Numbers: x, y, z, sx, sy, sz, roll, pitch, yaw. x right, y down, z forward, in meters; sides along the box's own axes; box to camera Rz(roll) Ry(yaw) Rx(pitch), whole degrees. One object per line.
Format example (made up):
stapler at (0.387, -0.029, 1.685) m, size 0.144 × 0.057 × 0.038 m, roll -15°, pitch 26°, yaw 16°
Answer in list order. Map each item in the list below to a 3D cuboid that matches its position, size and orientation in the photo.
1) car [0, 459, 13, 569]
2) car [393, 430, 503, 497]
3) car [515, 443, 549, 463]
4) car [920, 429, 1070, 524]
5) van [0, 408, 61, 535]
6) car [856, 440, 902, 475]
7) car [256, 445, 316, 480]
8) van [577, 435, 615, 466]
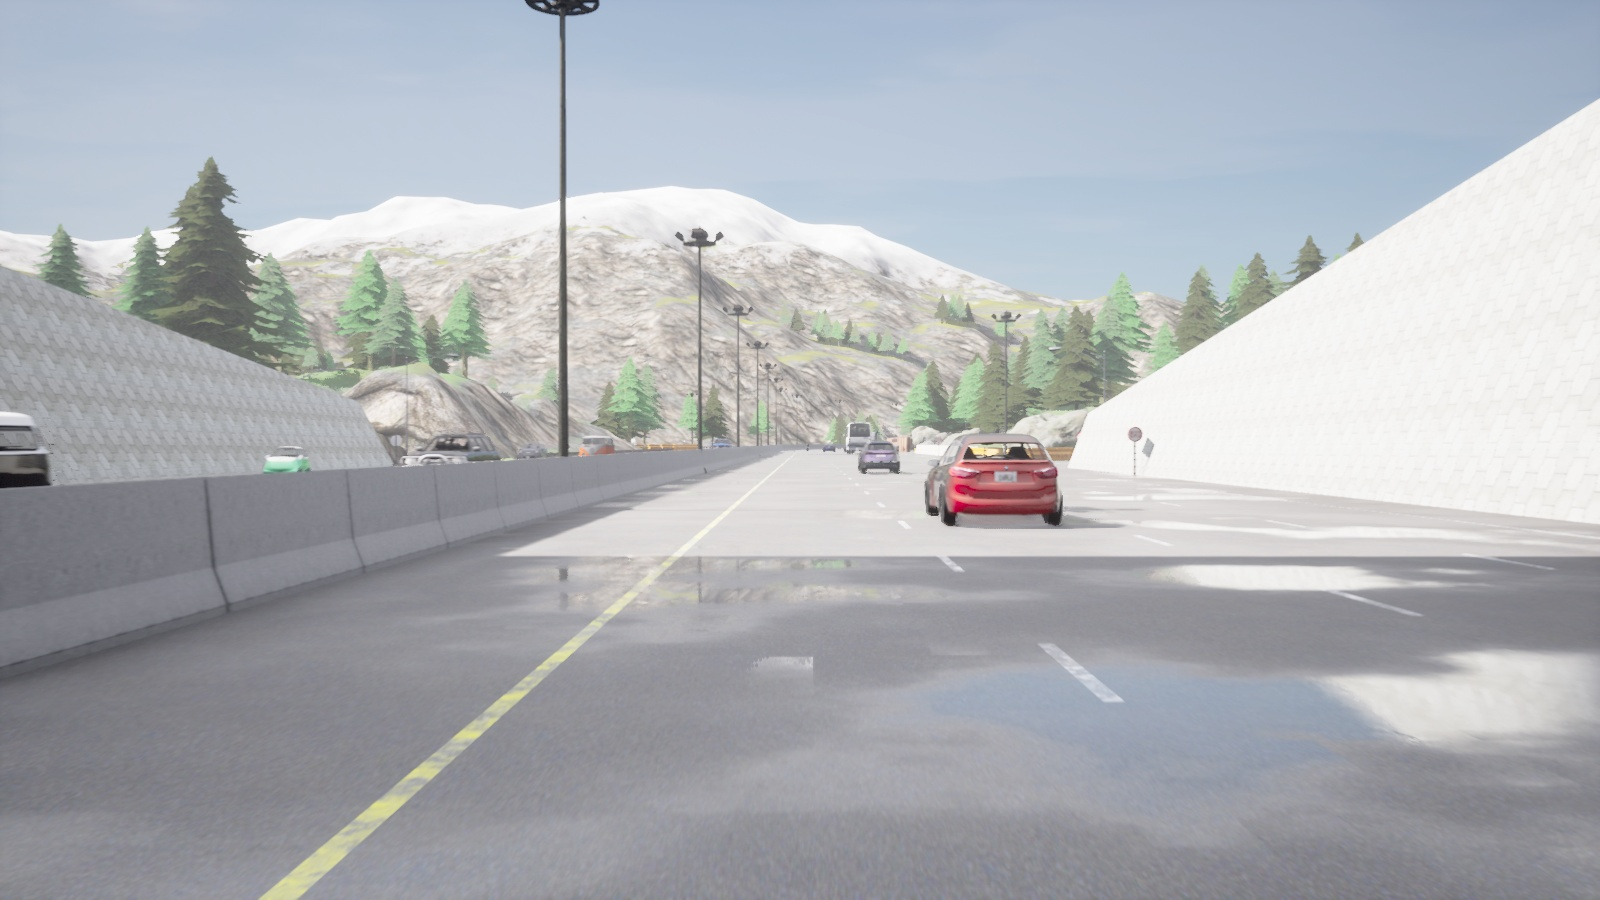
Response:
car at (-10.410, 0.767, 12.716) m, size 1.895 × 1.301 × 4.718 m, roll 0°, pitch 0°, yaw 0°
car at (-10.266, 0.345, 36.980) m, size 1.932 × 1.855 × 4.605 m, roll 0°, pitch 1°, yaw 0°
car at (-20.417, 0.204, 95.749) m, size 1.845 × 1.501 × 3.633 m, roll 0°, pitch 0°, yaw 0°
car at (3.660, 0.455, 24.483) m, size 2.242 × 1.667 × 4.611 m, roll 0°, pitch 0°, yaw 0°
van at (-13.869, 0.348, 19.544) m, size 2.069 × 2.038 × 4.480 m, roll 0°, pitch 0°, yaw 0°
car at (3.886, 0.329, 62.453) m, size 2.033 × 1.649 × 4.856 m, roll 0°, pitch 1°, yaw 0°
car at (-20.685, 0.499, 50.614) m, size 1.481 × 1.376 × 2.207 m, roll 0°, pitch 0°, yaw 0°
van at (-13.490, 0.018, 83.380) m, size 1.775 × 1.987 × 4.442 m, roll 0°, pitch 0°, yaw 0°
